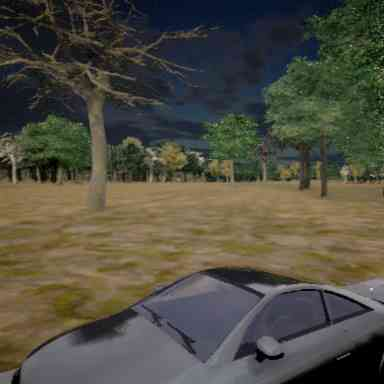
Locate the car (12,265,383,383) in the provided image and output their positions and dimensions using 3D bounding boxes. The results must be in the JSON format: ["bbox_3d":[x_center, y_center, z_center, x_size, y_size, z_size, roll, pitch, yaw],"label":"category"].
[{"bbox_3d":[0.441,1.557,3.444,4.181,1.385,1.994,0,0,-33],"label":"car"}]
